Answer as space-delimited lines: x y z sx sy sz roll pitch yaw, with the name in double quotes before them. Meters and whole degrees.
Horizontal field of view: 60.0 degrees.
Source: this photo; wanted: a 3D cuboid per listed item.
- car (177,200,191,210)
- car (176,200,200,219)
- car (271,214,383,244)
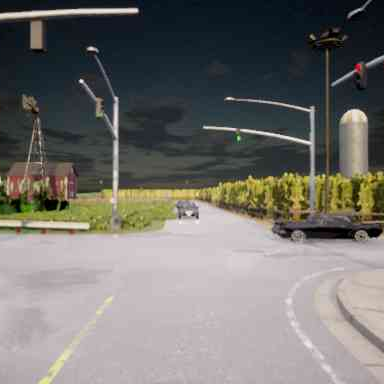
"car" -1.221 1.848 49.238 1.994 1.385 4.181 0 0 -2
"car" -0.372 1.682 30.897 2.128 1.511 4.902 0 0 -3
"car" 6.290 1.717 15.894 4.718 1.301 1.895 0 0 -1
